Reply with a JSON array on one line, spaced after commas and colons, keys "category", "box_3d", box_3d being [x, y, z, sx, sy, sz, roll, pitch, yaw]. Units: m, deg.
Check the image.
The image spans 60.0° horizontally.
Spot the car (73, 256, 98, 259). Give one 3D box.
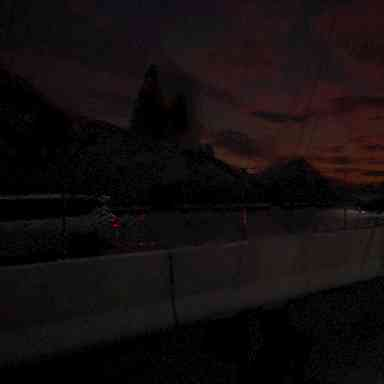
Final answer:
[{"category": "car", "box_3d": [-4.764, 1.065, 9.130, 5.566, 2.045, 2.150, 0, 1, -35]}]
